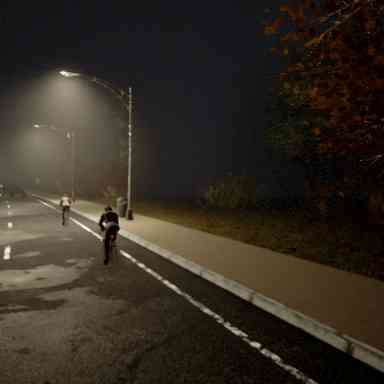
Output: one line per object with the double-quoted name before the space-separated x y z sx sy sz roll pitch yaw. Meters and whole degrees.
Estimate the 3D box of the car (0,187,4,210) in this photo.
"car" -16.273 0.591 26.494 1.882 1.535 5.008 0 2 -29

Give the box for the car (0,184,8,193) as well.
"car" -35.535 -0.596 64.533 2.128 1.511 4.902 0 2 -33

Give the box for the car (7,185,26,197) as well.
"car" -25.438 -0.068 48.569 1.837 1.490 4.892 0 2 -31

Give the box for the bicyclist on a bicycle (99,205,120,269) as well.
"bicyclist on a bicycle" -2.268 1.193 9.145 0.582 1.620 1.656 0 1 -28

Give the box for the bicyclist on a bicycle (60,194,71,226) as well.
"bicyclist on a bicycle" -6.521 0.934 17.170 0.582 1.620 1.656 0 1 -28
